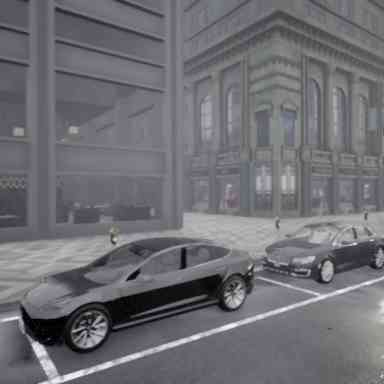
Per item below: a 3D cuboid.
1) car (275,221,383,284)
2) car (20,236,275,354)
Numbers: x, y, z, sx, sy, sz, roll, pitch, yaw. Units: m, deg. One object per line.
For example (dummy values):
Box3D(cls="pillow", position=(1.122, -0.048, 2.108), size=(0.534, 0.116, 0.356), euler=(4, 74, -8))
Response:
Box3D(cls="car", position=(3.869, 1.542, 9.411), size=(4.403, 1.369, 2.008), euler=(0, 0, -35))
Box3D(cls="car", position=(-0.719, 1.563, 6.138), size=(4.313, 1.339, 1.947), euler=(0, 0, -35))
